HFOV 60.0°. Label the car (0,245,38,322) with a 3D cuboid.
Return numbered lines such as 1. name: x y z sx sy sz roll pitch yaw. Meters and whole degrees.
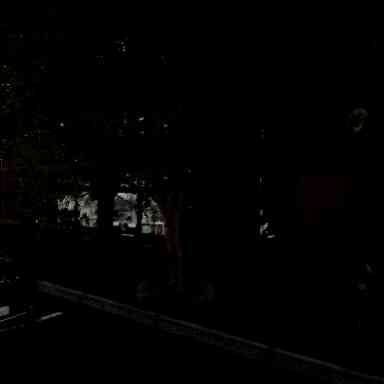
1. car: -4.600 1.529 6.160 4.403 1.369 2.008 0 1 36
